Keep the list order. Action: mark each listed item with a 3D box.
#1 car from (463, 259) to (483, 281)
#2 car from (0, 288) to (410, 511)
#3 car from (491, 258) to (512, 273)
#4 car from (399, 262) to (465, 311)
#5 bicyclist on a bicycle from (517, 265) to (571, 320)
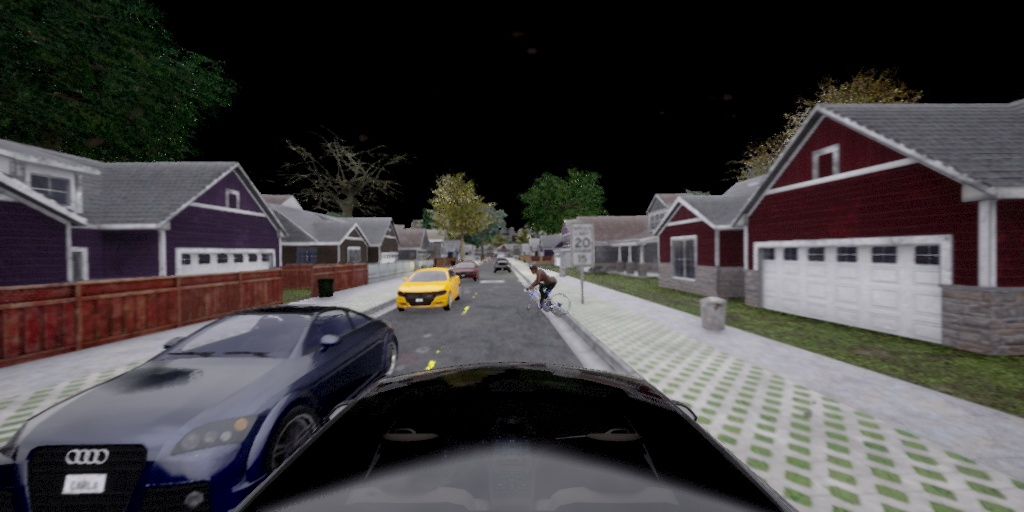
[{"bbox_3d":[-3.655,1.165,28.872,1.882,1.535,5.008,-1,0,-1],"label":"car"},{"bbox_3d":[-2.892,1.343,4.407,1.994,1.385,4.181,-1,0,0],"label":"car"},{"bbox_3d":[-1.081,1.108,40.156,1.837,1.490,4.892,-1,1,-2],"label":"car"},{"bbox_3d":[-3.222,1.220,14.639,1.882,1.535,5.008,-1,0,-2],"label":"car"},{"bbox_3d":[0.903,1.079,10.840,1.656,1.620,0.582,-8,0,-2],"label":"bicyclist on a bicycle"}]
